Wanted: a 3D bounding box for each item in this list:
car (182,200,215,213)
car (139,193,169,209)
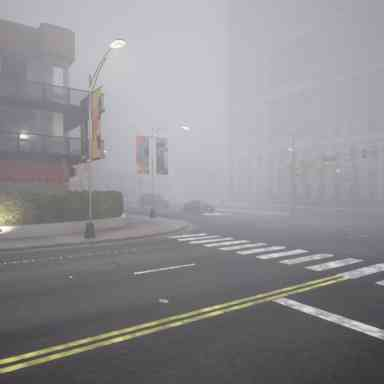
[{"bbox_3d":[0.678,1.564,36.675,1.994,1.385,4.181,0,0,-35],"label":"car"},{"bbox_3d":[-5.262,1.221,45.308,2.150,2.045,5.566,0,0,-35],"label":"car"}]
